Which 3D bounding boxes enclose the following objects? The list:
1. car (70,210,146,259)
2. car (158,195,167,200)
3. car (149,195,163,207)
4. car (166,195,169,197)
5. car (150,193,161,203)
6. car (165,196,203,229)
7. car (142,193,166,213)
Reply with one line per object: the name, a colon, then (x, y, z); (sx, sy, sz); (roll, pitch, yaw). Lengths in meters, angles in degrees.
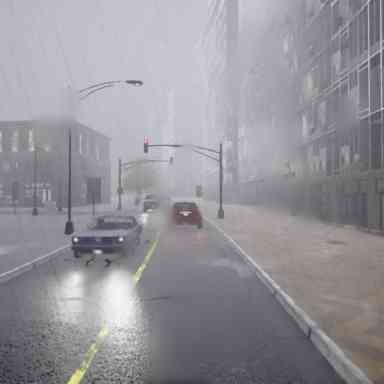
car: (-3.050, 1.603, 12.790); (1.895, 1.301, 4.718); (0, 0, -2)
car: (-7.781, 1.405, 87.652); (1.895, 1.301, 4.718); (0, 0, -11)
car: (-5.718, 1.344, 52.772); (2.097, 1.767, 4.553); (0, 0, -6)
car: (-6.057, 1.455, 77.352); (1.882, 1.535, 5.008); (0, 0, -9)
car: (-7.500, 1.205, 68.248); (2.150, 2.045, 5.566); (0, 0, -8)
car: (-0.531, 1.356, 21.908); (2.097, 1.767, 4.553); (0, 0, -4)
car: (-4.362, 1.220, 37.909); (2.150, 2.045, 5.566); (0, 0, -5)
